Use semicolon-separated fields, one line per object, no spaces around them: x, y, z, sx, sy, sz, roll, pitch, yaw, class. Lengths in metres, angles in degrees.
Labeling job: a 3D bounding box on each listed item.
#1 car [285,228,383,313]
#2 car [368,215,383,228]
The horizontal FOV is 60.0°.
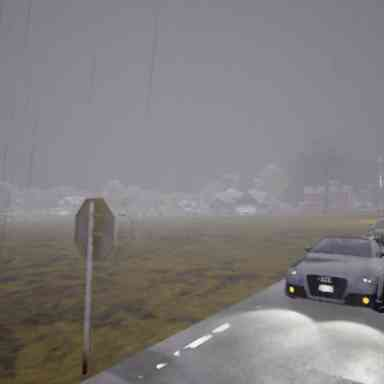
3.887;1.793;8.311;1.994;1.385;4.181;-2;-2;37;car
10.125;1.920;16.580;1.837;1.490;4.892;-2;-2;37;car
